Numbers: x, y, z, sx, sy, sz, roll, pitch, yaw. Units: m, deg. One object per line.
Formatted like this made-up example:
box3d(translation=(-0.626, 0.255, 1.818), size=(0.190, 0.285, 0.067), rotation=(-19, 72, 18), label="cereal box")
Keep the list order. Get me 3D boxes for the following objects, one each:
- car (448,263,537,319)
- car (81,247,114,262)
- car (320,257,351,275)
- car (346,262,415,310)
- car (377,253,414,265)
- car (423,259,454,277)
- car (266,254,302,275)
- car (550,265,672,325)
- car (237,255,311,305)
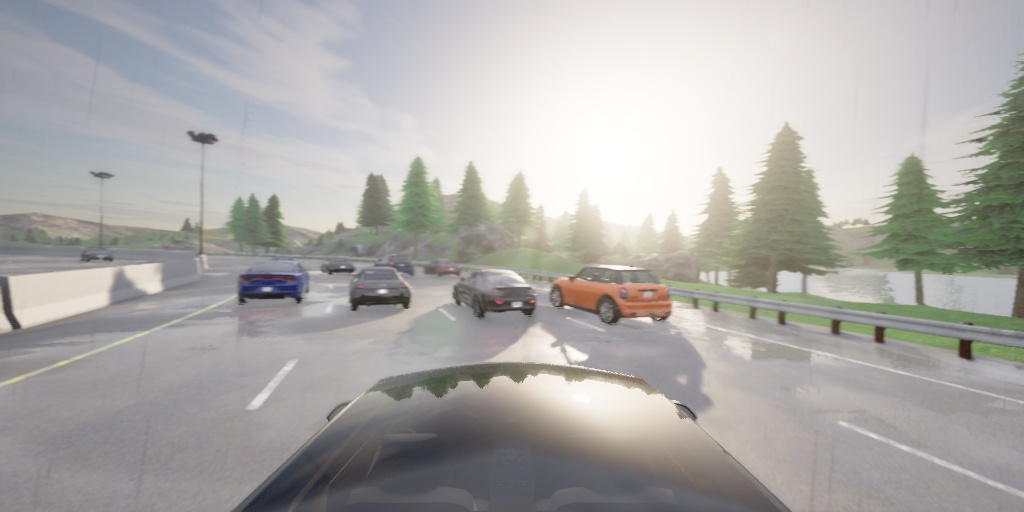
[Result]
box3d(translation=(-0.705, 1.163, 12.308), size=(1.812, 1.442, 4.674), rotation=(1, 1, -22), label="car")
box3d(translation=(-43.209, -0.150, 37.368), size=(4.902, 1.511, 2.128), rotation=(2, 0, 33), label="car")
box3d(translation=(-13.882, 0.729, 28.557), size=(1.994, 1.385, 4.181), rotation=(1, 1, -36), label="car")
box3d(translation=(-5.016, 1.084, 13.460), size=(1.994, 1.385, 4.181), rotation=(1, 1, -24), label="car")
box3d(translation=(-9.232, 0.637, 28.050), size=(2.097, 1.767, 4.553), rotation=(1, 1, -33), label="car")
box3d(translation=(-5.725, 0.927, 29.086), size=(1.994, 1.385, 4.181), rotation=(1, 1, -33), label="car")
box3d(translation=(-18.051, 0.628, 28.317), size=(1.994, 1.385, 4.181), rotation=(1, 1, -37), label="car")
box3d(translation=(3.088, 1.085, 12.159), size=(2.097, 1.767, 4.553), rotation=(1, 1, -21), label="car")
box3d(translation=(-9.074, 0.892, 13.975), size=(1.882, 1.535, 5.008), rotation=(1, 0, -25), label="car")
